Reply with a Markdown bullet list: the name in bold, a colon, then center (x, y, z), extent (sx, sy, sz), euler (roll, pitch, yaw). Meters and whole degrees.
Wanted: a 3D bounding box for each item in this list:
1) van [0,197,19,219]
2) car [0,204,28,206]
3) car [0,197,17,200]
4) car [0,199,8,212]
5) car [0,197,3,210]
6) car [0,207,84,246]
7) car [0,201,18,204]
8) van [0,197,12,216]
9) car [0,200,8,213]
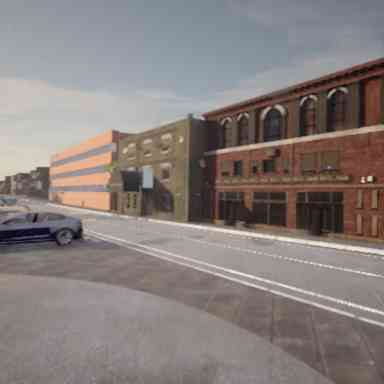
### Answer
- **van**: center (-18.434, 1.450, 30.433), extent (4.442, 1.987, 1.878), euler (1, -1, -35)
- **car**: center (-10.327, 1.604, 18.860), extent (4.674, 1.452, 2.002), euler (1, -1, -35)
- **car**: center (-16.711, 1.405, 28.190), extent (5.566, 2.045, 2.435), euler (1, -1, -35)
- **car**: center (-26.363, 1.670, 42.151), extent (5.008, 1.535, 2.097), euler (1, 0, -35)
- **car**: center (-27.993, 1.517, 44.458), extent (4.553, 1.767, 2.185), euler (1, 0, -35)
- **car**: center (-7.141, 1.547, 14.191), extent (4.792, 1.488, 2.163), euler (1, -1, -35)
- **car**: center (-13.527, 1.609, 23.519), extent (5.008, 1.535, 2.097), euler (1, -1, -35)
- **van**: center (-21.572, 1.491, 34.987), extent (4.442, 1.987, 1.878), euler (1, -1, -35)
- **car**: center (-24.764, 1.737, 39.822), extent (4.674, 1.452, 2.002), euler (1, 0, -35)
